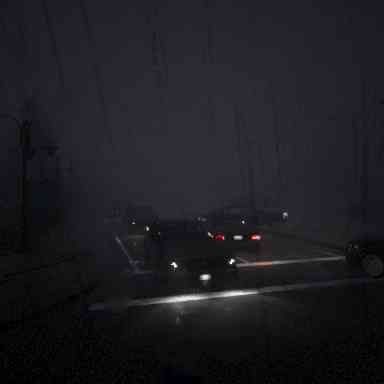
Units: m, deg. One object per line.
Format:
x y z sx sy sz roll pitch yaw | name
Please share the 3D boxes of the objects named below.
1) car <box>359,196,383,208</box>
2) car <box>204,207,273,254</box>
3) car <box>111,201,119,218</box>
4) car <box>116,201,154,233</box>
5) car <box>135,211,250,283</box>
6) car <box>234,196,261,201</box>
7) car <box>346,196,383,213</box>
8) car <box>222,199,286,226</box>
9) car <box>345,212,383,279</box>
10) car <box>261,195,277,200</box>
23.857 1.273 43.239 1.845 1.501 3.633 0 0 -17 | car
1.347 1.538 13.410 2.033 1.411 5.357 0 0 -4 | car
-6.290 1.515 30.106 2.033 1.411 5.357 0 0 -17 | car
-3.116 1.529 19.958 2.033 1.411 5.357 0 0 -17 | car
-0.369 1.543 10.128 2.033 1.411 5.357 0 0 -15 | car
7.307 1.287 46.187 2.007 1.523 4.514 0 0 -17 | car
15.568 1.356 29.241 1.970 1.475 3.806 0 0 -17 | car
2.834 1.466 19.917 5.357 1.411 2.033 -3 1 -15 | car
6.536 1.475 8.267 5.008 1.535 1.882 0 0 39 | car
10.294 1.277 47.147 2.152 1.636 5.027 0 0 -17 | car
